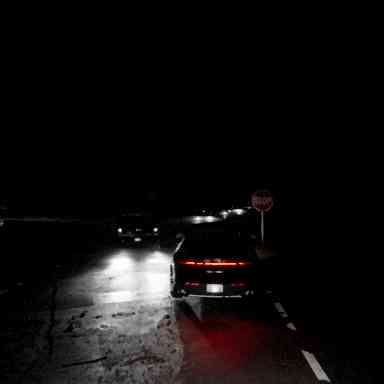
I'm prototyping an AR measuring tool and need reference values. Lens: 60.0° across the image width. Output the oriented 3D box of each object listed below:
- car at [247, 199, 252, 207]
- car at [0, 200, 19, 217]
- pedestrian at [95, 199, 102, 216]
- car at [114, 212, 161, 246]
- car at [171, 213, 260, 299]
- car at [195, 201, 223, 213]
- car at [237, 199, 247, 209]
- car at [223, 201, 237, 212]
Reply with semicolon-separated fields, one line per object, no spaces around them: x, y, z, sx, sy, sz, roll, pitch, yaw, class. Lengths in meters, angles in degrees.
11.132;2.203;68.567;2.097;1.767;4.553;0;-2;14;car
-14.523;0.888;22.968;5.008;1.535;1.882;3;-1;7;car
-8.008;1.099;28.566;0.375;1.860;0.375;0;-4;7;pedestrian
-2.555;1.644;15.698;1.895;1.301;4.718;0;0;-10;car
0.590;1.510;8.481;1.837;1.490;4.892;0;0;4;car
1.704;1.802;35.383;1.994;1.385;4.181;0;-1;15;car
7.316;2.156;54.729;1.895;1.301;4.718;0;-1;16;car
4.203;1.930;44.321;2.033;1.411;5.357;0;-1;17;car
